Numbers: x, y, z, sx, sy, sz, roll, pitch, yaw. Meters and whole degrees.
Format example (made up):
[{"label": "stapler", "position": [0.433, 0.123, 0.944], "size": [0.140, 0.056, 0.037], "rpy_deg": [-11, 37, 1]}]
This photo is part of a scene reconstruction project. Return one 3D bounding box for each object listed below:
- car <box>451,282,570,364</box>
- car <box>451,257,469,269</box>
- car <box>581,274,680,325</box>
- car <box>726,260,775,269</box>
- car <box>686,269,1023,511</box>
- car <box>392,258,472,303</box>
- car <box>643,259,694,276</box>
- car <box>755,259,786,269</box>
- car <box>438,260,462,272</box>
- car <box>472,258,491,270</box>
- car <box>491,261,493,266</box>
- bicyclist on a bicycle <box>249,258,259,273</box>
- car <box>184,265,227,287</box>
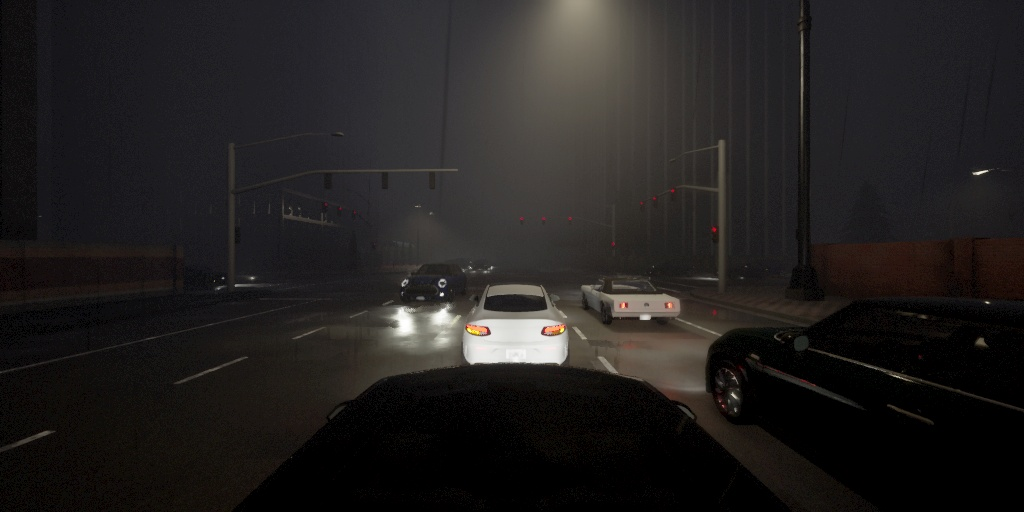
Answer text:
[{"label": "car", "position": [0.059, 1.276, 7.577], "size": [1.812, 1.442, 4.674], "rpy_deg": [0, 0, 0]}, {"label": "car", "position": [-7.988, 1.102, 55.363], "size": [2.097, 1.767, 4.553], "rpy_deg": [0, 0, -1]}, {"label": "car", "position": [3.563, 1.351, 11.795], "size": [1.895, 1.301, 4.718], "rpy_deg": [0, 0, 0]}, {"label": "car", "position": [20.189, 1.314, 31.693], "size": [4.181, 1.385, 1.994], "rpy_deg": [0, 0, -1]}, {"label": "car", "position": [3.599, 1.102, 2.893], "size": [2.097, 1.767, 4.553], "rpy_deg": [0, 0, 0]}, {"label": "car", "position": [-3.462, 1.102, 16.524], "size": [2.097, 1.767, 4.553], "rpy_deg": [0, 0, 5]}, {"label": "car", "position": [15.338, 1.102, 35.147], "size": [4.553, 1.767, 2.097], "rpy_deg": [0, 0, 0]}, {"label": "car", "position": [24.230, 1.102, 35.229], "size": [4.553, 1.767, 2.097], "rpy_deg": [0, 0, 0]}, {"label": "car", "position": [-7.892, 1.241, 46.217], "size": [2.128, 1.511, 4.902], "rpy_deg": [0, 0, 1]}, {"label": "car", "position": [-4.416, 1.227, 51.242], "size": [1.882, 1.535, 5.008], "rpy_deg": [0, 0, -1]}, {"label": "car", "position": [-4.556, 1.275, 60.554], "size": [1.812, 1.442, 4.674], "rpy_deg": [0, 0, -1]}, {"label": "bicyclist on a bicycle", "position": [-28.409, 1.051, 39.513], "size": [0.582, 1.620, 1.656], "rpy_deg": [0, 0, -1]}, {"label": "car", "position": [-21.419, 1.314, 24.093], "size": [4.181, 1.385, 1.994], "rpy_deg": [0, 0, 0]}]
